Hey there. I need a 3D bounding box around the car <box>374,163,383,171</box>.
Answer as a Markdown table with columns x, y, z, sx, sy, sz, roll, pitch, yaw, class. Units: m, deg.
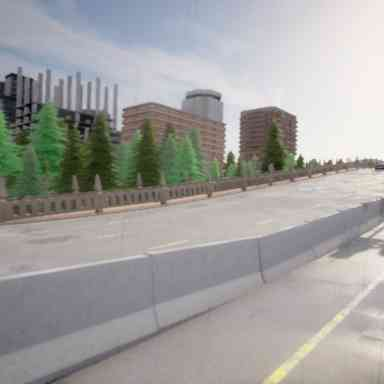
| x | y | z | sx | sy | sz | roll | pitch | yaw | class |
| --- | --- | --- | --- | --- | --- | --- | --- | --- | --- |
| 35.586 | -4.704 | 62.003 | 2.033 | 1.411 | 5.357 | 1 | 7 | 41 | car |
